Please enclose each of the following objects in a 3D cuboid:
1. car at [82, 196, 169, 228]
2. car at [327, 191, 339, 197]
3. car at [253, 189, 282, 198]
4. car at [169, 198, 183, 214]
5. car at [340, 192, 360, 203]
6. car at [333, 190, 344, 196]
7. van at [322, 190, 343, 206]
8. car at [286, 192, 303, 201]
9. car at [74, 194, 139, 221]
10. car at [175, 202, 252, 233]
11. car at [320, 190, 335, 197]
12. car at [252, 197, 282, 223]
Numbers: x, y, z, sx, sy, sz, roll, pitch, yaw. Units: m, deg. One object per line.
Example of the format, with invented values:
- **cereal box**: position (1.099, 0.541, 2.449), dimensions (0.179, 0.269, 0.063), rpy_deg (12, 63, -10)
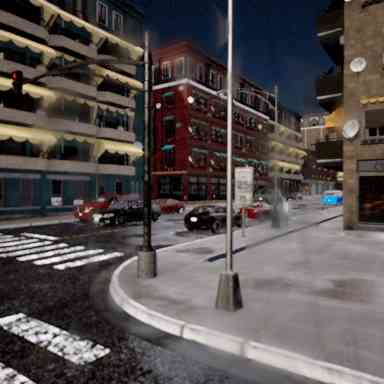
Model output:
- **car**: position (-3.956, 1.258, 20.675), dimensions (2.128, 1.511, 4.902), rpy_deg (0, 1, 35)
- **car**: position (32.968, 0.358, 77.553), dimensions (1.802, 1.307, 4.206), rpy_deg (1, 2, 35)
- **car**: position (8.611, 0.673, 38.485), dimensions (2.150, 2.045, 5.566), rpy_deg (0, 1, 35)
- **car**: position (-2.327, 1.201, 27.464), dimensions (1.887, 1.381, 4.507), rpy_deg (2, 2, 35)
- **car**: position (23.753, 0.776, 49.926), dimensions (1.887, 1.381, 4.507), rpy_deg (1, 2, 35)
- **car**: position (36.177, 0.278, 82.107), dimensions (1.802, 1.307, 4.206), rpy_deg (1, 2, 35)
- **van**: position (17.337, 0.733, 40.815), dimensions (1.690, 1.788, 3.998), rpy_deg (1, 2, 35)
- **car**: position (16.925, 0.741, 54.785), dimensions (1.947, 1.339, 4.313), rpy_deg (1, 2, 35)
- **car**: position (-5.533, 1.052, 22.904), dimensions (2.192, 1.841, 5.009), rpy_deg (2, 2, 35)
- **car**: position (1.292, 1.359, 18.052), dimensions (1.947, 1.339, 4.313), rpy_deg (1, 2, 35)
- **car**: position (29.760, 0.400, 73.000), dimensions (1.887, 1.381, 4.507), rpy_deg (1, 2, 35)
- **car**: position (4.500, 1.294, 22.605), dimensions (1.802, 1.307, 4.206), rpy_deg (1, 2, 35)
